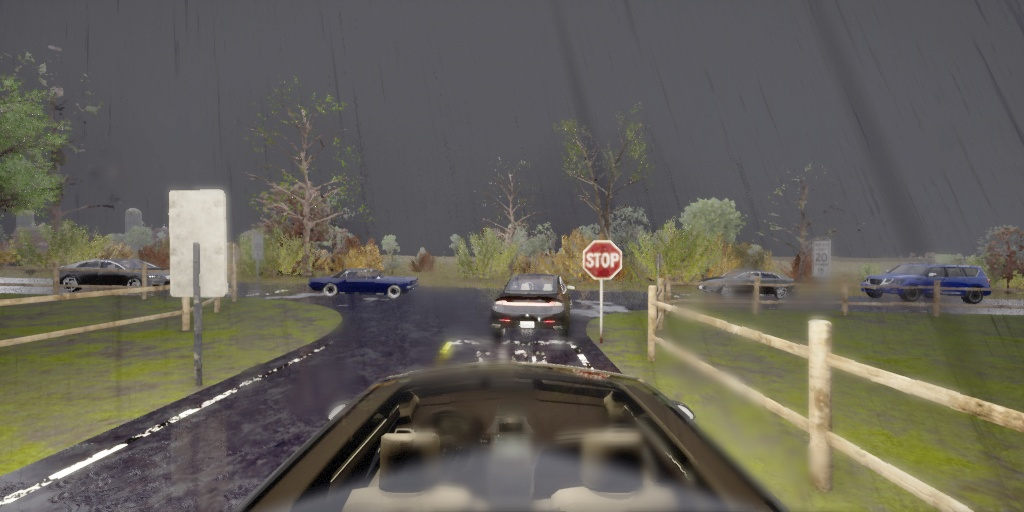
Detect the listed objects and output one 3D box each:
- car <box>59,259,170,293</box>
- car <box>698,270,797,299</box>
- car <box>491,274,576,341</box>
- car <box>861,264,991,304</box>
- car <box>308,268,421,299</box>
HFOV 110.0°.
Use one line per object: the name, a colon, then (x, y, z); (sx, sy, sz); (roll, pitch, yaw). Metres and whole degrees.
car: (-18.489, 0.885, 17.034); (4.902, 1.511, 2.128); (1, 1, 0)
car: (13.005, 1.525, 19.944); (4.902, 1.511, 2.128); (1, 1, 0)
car: (0.707, 1.240, 9.986); (2.128, 1.511, 4.902); (0, 0, 9)
car: (22.900, 1.467, 19.932); (5.566, 2.045, 2.150); (1, 1, 0)
car: (-6.821, 1.248, 17.017); (4.718, 1.301, 1.895); (1, 1, 0)
